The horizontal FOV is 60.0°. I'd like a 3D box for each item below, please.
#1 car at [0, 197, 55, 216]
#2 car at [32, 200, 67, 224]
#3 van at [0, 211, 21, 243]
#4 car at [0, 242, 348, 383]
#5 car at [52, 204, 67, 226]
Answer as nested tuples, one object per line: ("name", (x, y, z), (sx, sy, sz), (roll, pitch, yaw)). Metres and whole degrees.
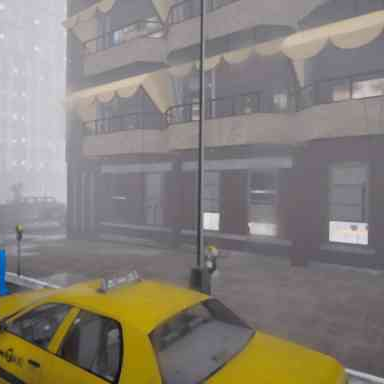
("car", (-13.810, 1.330, 28.146), (2.192, 1.841, 5.009), (1, 0, 36))
("car", (-8.919, 1.591, 25.053), (2.128, 1.511, 4.902), (1, 0, 36))
("van", (-5.371, 1.337, 6.692), (3.998, 1.788, 1.690), (0, 1, 36))
("car", (-0.949, 1.524, 3.539), (4.829, 1.417, 1.752), (0, 1, 36))
("car", (-7.021, 1.680, 23.237), (1.887, 1.381, 4.507), (1, 0, 36))
